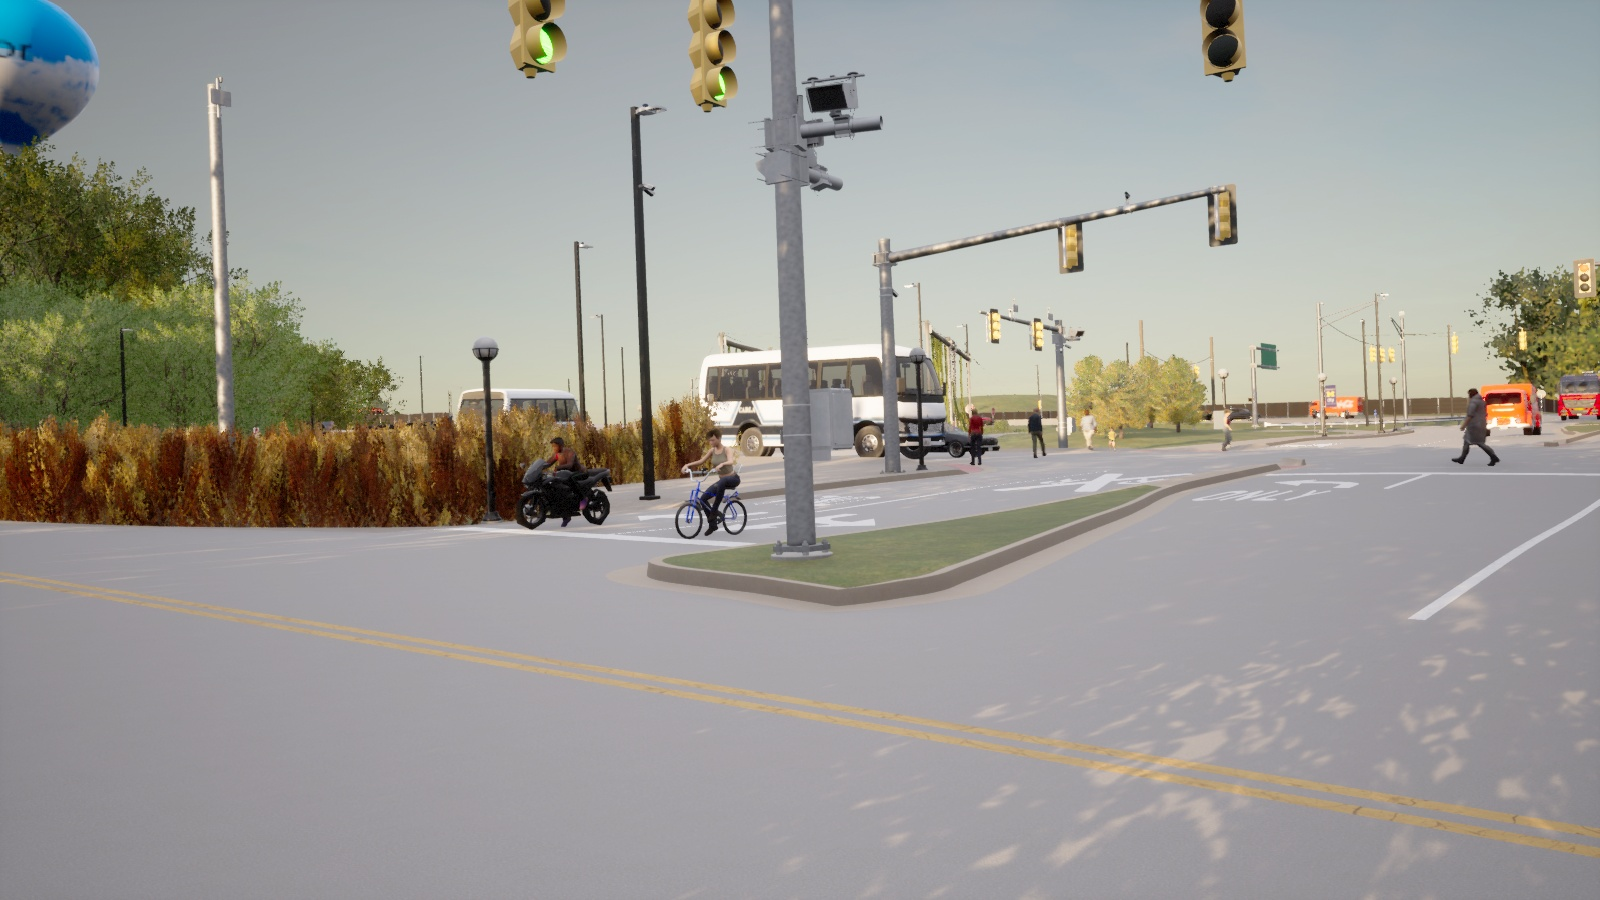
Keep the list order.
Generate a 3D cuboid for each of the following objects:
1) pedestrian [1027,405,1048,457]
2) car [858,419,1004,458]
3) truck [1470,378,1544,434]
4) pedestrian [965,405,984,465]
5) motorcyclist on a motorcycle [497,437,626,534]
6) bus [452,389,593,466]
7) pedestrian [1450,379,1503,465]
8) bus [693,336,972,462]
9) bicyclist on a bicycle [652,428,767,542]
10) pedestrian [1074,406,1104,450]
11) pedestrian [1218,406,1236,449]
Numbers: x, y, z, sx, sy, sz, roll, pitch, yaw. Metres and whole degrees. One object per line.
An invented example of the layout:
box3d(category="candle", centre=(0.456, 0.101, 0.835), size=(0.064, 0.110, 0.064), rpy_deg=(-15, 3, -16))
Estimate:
box3d(category="pedestrian", centre=(8.439, -0.671, 44.584), size=(0.402, 1.842, 0.726), rpy_deg=(-3, 0, 36))
box3d(category="car", centre=(5.069, -0.437, 49.106), size=(5.357, 1.411, 2.033), rpy_deg=(0, 1, 37))
box3d(category="truck", centre=(33.871, -2.038, 60.110), size=(2.627, 2.467, 5.204), rpy_deg=(-2, 0, 34))
box3d(category="pedestrian", centre=(5.486, -0.471, 39.413), size=(0.331, 1.846, 0.636), rpy_deg=(-2, 0, -10))
box3d(category="motorcyclist on a motorcycle", centre=(-3.958, 0.559, 20.983), size=(0.797, 1.523, 2.044), rpy_deg=(-1, 0, 39))
box3d(category="bus", centre=(-16.351, -1.434, 75.210), size=(3.944, 4.253, 10.273), rpy_deg=(-1, 2, 14))
box3d(category="pedestrian", centre=(15.745, -0.642, 29.223), size=(0.873, 1.952, 0.659), rpy_deg=(-3, 0, 45))
box3d(category="bus", centre=(1.027, -1.756, 47.453), size=(10.273, 4.253, 3.944), rpy_deg=(0, 1, 41))
box3d(category="bicyclist on a bicycle", centre=(-1.328, 0.497, 18.665), size=(0.866, 1.612, 1.509), rpy_deg=(-1, 0, 41))
box3d(category="pedestrian", centre=(12.507, -0.935, 54.410), size=(0.874, 1.855, 0.900), rpy_deg=(-3, 0, 40))
box3d(category="pedestrian", centre=(18.475, -0.963, 54.300), size=(0.594, 1.836, 0.345), rpy_deg=(-3, 0, 30))
